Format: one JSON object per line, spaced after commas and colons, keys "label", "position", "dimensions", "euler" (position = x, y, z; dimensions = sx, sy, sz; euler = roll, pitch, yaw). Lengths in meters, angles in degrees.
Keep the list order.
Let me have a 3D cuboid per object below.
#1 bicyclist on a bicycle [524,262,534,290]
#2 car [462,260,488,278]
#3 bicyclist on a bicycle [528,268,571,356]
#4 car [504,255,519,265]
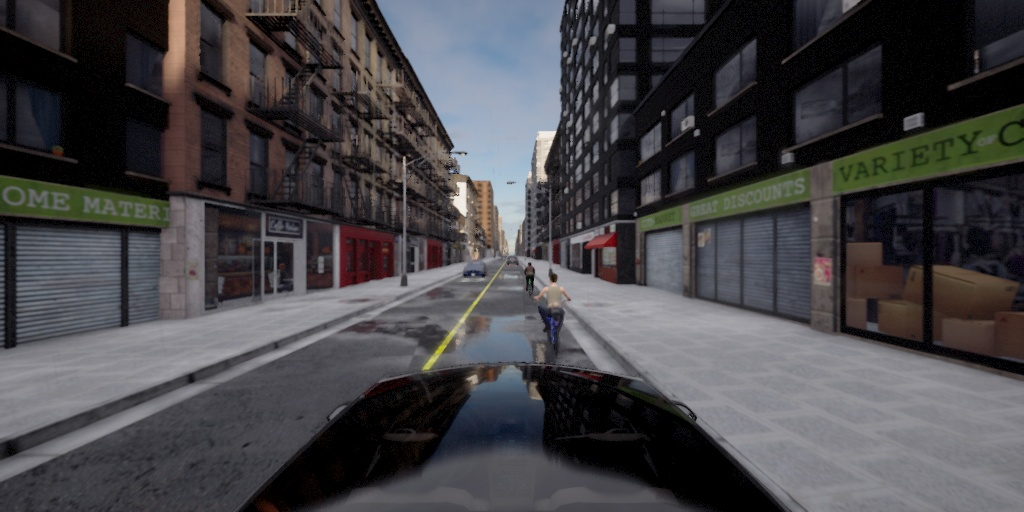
{"label": "bicyclist on a bicycle", "position": [0.826, 1.115, 16.469], "dimensions": [0.582, 1.620, 1.656], "euler": [0, 0, 0]}
{"label": "car", "position": [-3.094, 1.096, 31.291], "dimensions": [2.033, 1.411, 5.357], "euler": [0, 0, 0]}
{"label": "bicyclist on a bicycle", "position": [0.855, 1.155, 7.516], "dimensions": [0.866, 1.612, 1.509], "euler": [0, 0, 0]}
{"label": "car", "position": [0.114, 0.762, 62.608], "dimensions": [2.128, 1.511, 4.902], "euler": [0, 1, 0]}
